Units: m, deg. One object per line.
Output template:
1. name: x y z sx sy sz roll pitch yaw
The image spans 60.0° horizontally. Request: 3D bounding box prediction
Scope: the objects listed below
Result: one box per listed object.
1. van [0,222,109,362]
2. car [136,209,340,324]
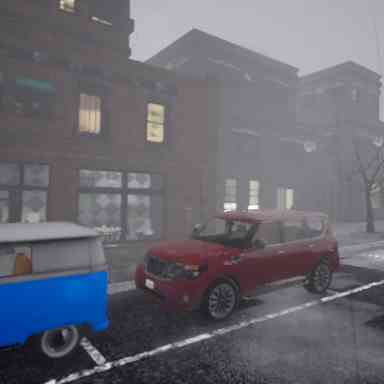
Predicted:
1. van: -3.106 1.341 4.322 3.998 1.788 1.690 1 1 -35
2. car: 1.296 1.364 7.461 5.009 1.841 2.192 1 1 -35
